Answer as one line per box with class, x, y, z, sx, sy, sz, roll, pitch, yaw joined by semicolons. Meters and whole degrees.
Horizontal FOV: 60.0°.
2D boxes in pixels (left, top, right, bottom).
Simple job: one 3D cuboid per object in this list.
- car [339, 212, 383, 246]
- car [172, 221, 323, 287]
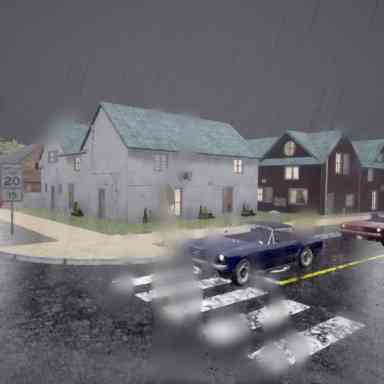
car;8.743;1.613;15.366;4.718;1.301;1.895;1;2;-39
car;1.753;1.537;9.415;4.718;1.301;1.895;1;2;-42
